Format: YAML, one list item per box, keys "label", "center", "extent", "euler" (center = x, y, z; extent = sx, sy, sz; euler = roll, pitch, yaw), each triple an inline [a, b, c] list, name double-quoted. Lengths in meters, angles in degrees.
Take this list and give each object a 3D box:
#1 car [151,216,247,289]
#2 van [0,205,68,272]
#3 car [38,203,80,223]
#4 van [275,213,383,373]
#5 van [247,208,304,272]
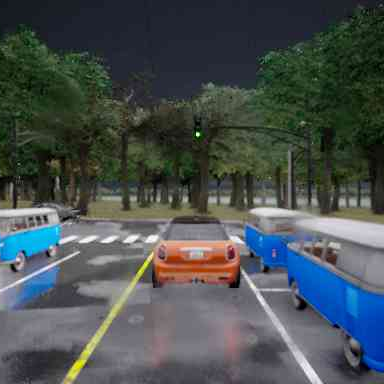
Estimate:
- label: "car"
  center: [0.100, 1.455, 9.615]
  extent: [2.097, 1.767, 4.553]
  euler: [0, -1, 0]
- label: "van"
  center: [-5.767, 1.457, 10.892]
  extent: [1.690, 1.788, 3.998]
  euler: [0, -1, 0]
- label: "car"
  center: [-10.772, 1.568, 24.638]
  extent: [4.902, 1.511, 2.128]
  euler: [1, -1, 6]
- label: "van"
  center: [2.760, 1.400, 5.457]
  extent: [1.690, 1.788, 3.998]
  euler: [0, -1, 0]
- label: "van"
  center: [2.758, 1.457, 10.894]
  extent: [1.690, 1.788, 3.998]
  euler: [0, -1, 0]
